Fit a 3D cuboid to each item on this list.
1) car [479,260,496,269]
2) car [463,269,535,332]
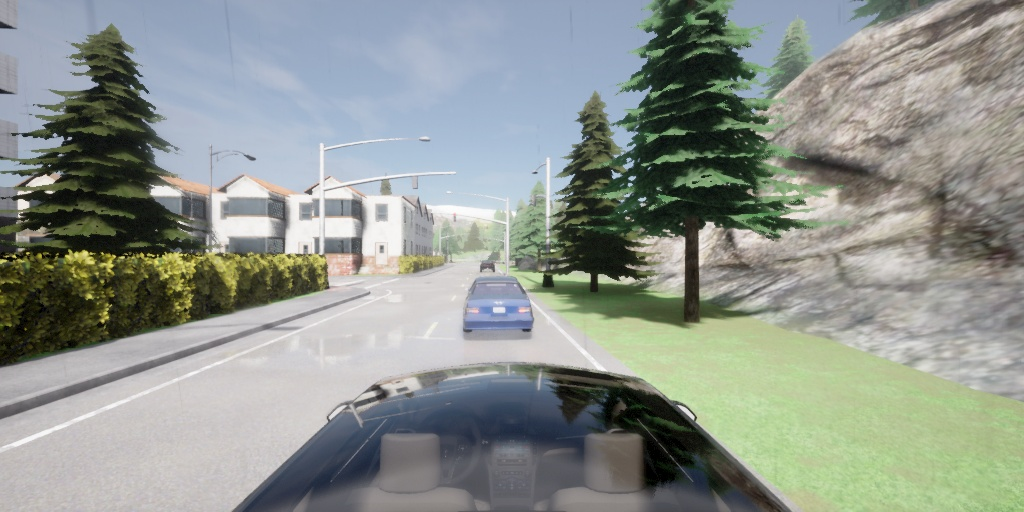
[{"bbox_3d":[-3.105,1.255,45.267,1.837,1.490,4.892,0,0,-4],"label":"car"},{"bbox_3d":[-0.478,1.297,10.802,2.033,1.411,5.357,0,0,-4],"label":"car"}]
